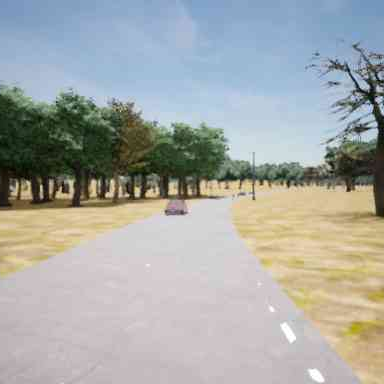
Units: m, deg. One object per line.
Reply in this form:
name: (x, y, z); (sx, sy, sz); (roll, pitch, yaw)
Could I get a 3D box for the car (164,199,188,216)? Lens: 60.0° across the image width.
car: (-1.476, 1.429, 32.177); (1.812, 1.442, 4.674); (0, 0, 6)

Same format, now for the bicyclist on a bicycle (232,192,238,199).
bicyclist on a bicycle: (9.412, 0.935, 75.499); (0.582, 1.620, 1.656); (1, 1, 13)

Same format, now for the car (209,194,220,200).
car: (4.915, 1.026, 72.917); (1.895, 1.301, 4.718); (1, 1, 12)
